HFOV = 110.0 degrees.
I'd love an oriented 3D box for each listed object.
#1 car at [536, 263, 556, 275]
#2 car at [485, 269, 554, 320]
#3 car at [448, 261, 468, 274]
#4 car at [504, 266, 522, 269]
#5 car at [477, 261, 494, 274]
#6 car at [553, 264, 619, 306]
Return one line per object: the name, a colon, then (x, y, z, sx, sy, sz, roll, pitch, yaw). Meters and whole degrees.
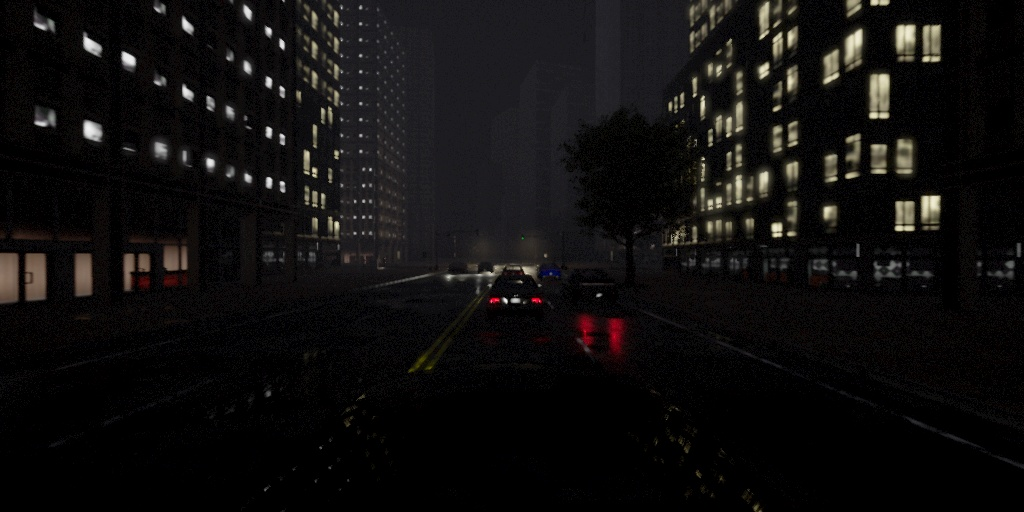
car: (3.351, 1.375, 33.193, 1.882, 1.535, 5.008, 0, 0, 0)
car: (0.100, 1.354, 12.867, 2.033, 1.411, 5.357, 0, 0, 0)
car: (-6.551, 1.416, 43.929, 1.882, 1.535, 5.008, 0, -1, 0)
car: (0.101, 1.488, 30.763, 1.895, 1.301, 4.718, 0, 0, 0)
car: (-3.290, 1.451, 45.518, 1.837, 1.490, 4.892, 0, -1, 0)
car: (3.350, 1.315, 16.216, 2.128, 1.511, 4.902, 0, 0, 0)
